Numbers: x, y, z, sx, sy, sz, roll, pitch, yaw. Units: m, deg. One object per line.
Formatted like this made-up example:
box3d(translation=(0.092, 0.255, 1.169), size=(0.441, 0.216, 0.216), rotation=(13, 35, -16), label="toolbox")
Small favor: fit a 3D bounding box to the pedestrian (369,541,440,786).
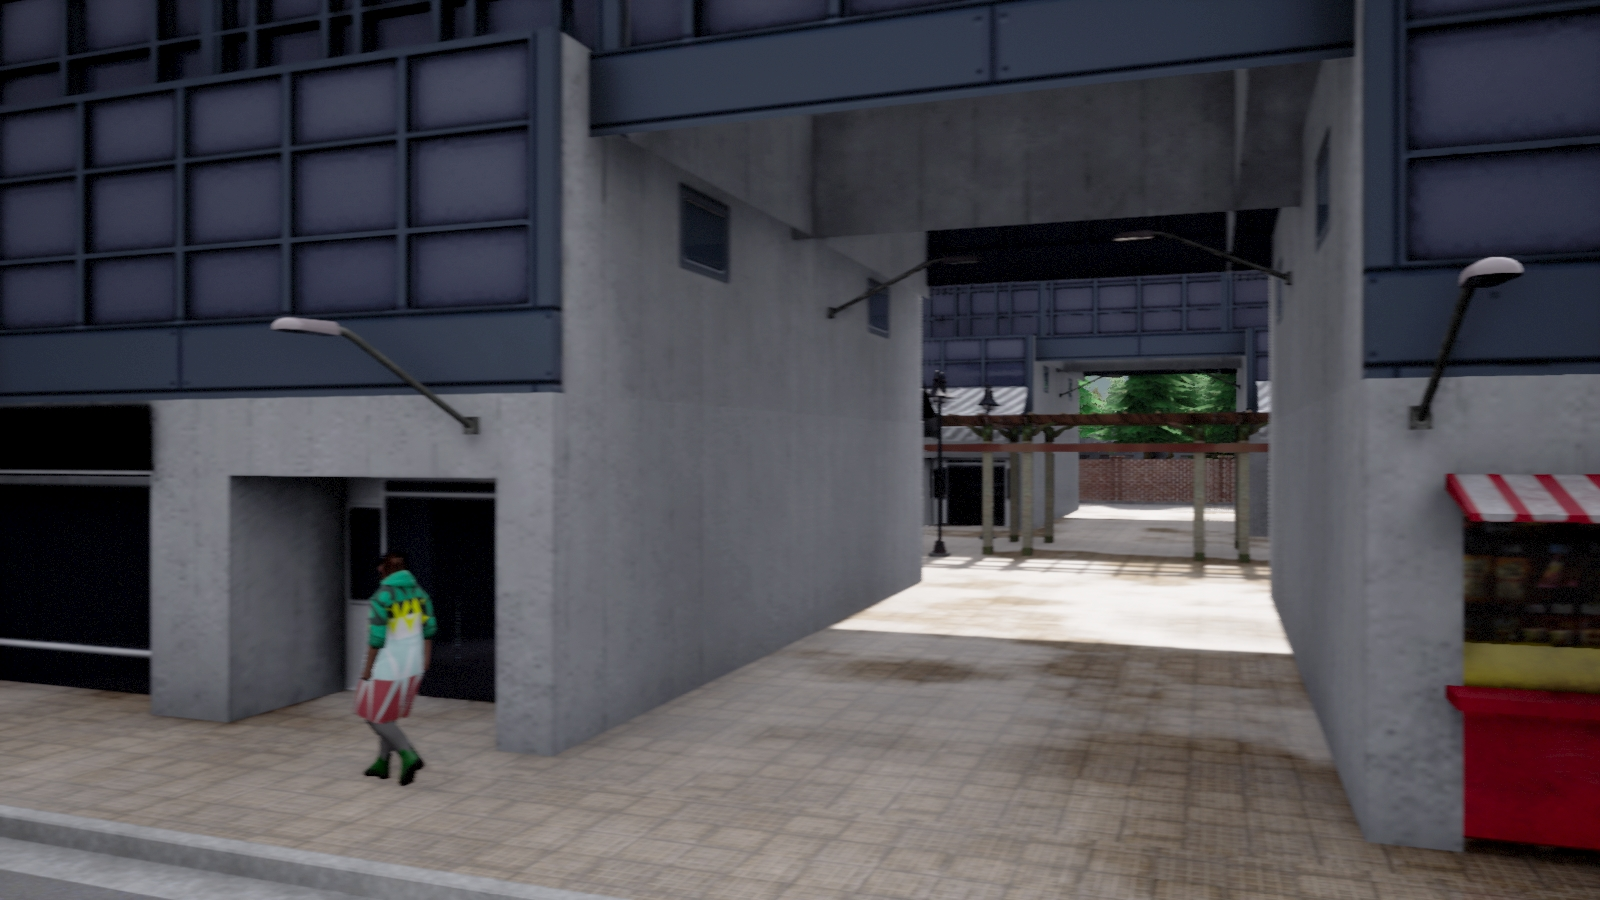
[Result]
box3d(translation=(-3.152, 1.675, 9.114), size=(0.375, 1.860, 0.375), rotation=(0, 0, 26), label="pedestrian")
